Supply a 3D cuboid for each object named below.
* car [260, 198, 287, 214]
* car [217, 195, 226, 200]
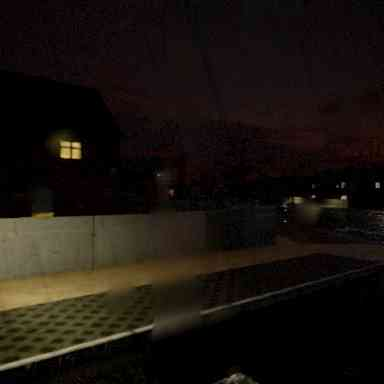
[{"bbox_3d":[9.363,1.529,38.512,2.097,1.767,4.553,1,0,-2],"label":"car"},{"bbox_3d":[7.561,1.633,85.266,1.837,1.490,4.892,1,0,-2],"label":"car"}]
